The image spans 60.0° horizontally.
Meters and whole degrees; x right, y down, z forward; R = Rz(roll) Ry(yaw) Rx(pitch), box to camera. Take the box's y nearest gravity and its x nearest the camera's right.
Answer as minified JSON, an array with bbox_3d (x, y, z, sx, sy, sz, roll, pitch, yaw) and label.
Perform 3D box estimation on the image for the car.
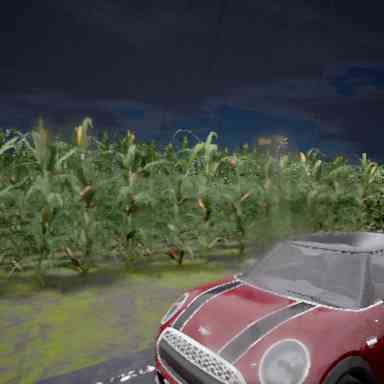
[{"bbox_3d":[1.795,1.373,4.333,4.553,1.767,2.097,0,0,-35],"label":"car"}]
